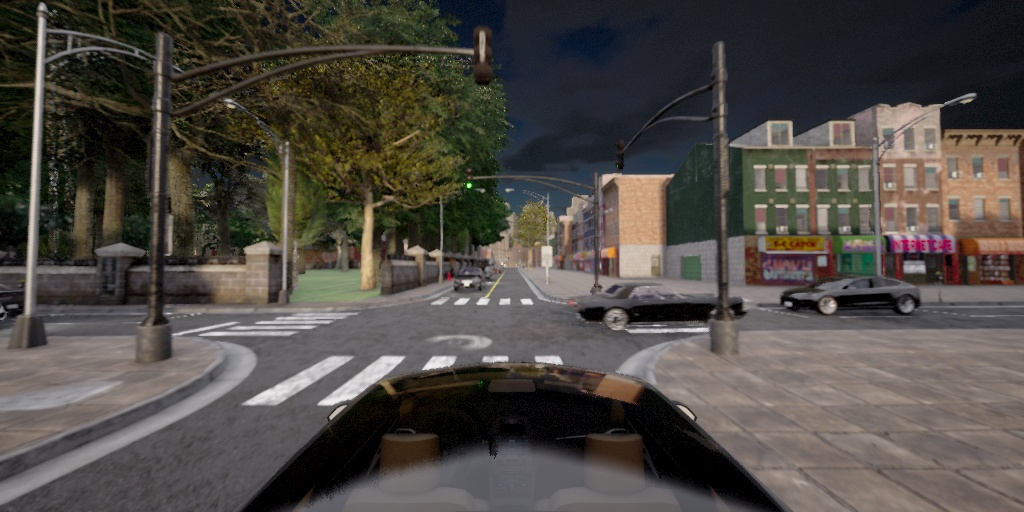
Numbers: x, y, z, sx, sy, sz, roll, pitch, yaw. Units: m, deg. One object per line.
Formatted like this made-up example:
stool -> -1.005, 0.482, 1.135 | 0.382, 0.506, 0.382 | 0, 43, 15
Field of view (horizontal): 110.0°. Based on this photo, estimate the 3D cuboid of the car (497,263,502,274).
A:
car -> -2.789, 1.982, 57.996 | 2.097, 1.767, 4.553 | 0, -1, 0

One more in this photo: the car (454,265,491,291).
car -> -2.862, 1.573, 25.034 | 2.128, 1.511, 4.902 | 0, -1, 0

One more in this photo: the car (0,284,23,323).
car -> -18.161, 1.531, 10.607 | 4.674, 1.442, 1.812 | 0, -2, 0

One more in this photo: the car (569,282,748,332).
car -> 4.169, 1.431, 10.615 | 4.718, 1.301, 1.895 | -1, -2, 0

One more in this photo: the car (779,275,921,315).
car -> 12.381, 1.390, 13.242 | 4.313, 1.339, 1.948 | 0, 0, 0

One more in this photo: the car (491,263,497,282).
car -> -2.857, 1.753, 36.116 | 1.837, 1.490, 4.892 | 0, 1, 1

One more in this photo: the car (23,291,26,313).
car -> -20.603, 1.651, 13.219 | 4.403, 1.370, 2.007 | 0, 0, 0
